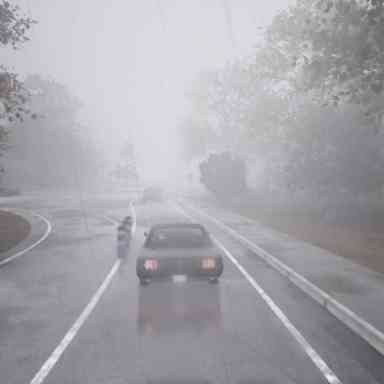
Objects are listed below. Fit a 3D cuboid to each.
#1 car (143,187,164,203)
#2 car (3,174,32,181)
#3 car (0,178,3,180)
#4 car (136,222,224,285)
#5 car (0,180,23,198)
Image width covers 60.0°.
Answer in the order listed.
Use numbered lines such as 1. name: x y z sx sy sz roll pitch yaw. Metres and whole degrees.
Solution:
1. car: -3.684 0.189 31.820 2.033 1.411 5.357 0 4 -5
2. car: -33.466 -2.725 64.937 2.097 1.767 4.553 4 5 39
3. car: -37.761 -2.475 64.399 1.882 1.535 5.008 3 5 30
4. car: -0.402 1.483 9.204 1.895 1.301 4.718 0 1 -4
5. car: -21.119 -0.188 35.731 5.008 1.535 1.882 1 5 9
